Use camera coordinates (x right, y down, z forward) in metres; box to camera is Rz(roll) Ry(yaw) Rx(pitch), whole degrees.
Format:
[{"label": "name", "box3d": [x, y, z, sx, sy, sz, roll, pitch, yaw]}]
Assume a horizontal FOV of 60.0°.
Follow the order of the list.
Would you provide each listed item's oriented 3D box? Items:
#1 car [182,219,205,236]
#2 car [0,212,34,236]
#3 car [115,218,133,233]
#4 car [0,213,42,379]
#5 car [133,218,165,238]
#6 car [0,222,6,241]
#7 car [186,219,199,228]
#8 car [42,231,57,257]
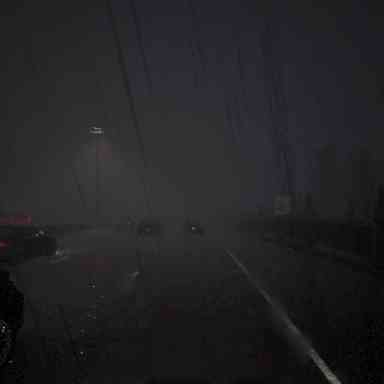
[{"label": "car", "box3d": [0.102, 3.200, 29.940, 1.994, 1.385, 4.181, 0, -4, 0]}, {"label": "car", "box3d": [-17.576, 3.003, 31.896, 2.150, 2.045, 5.566, 0, -5, 0]}, {"label": "car", "box3d": [-6.897, 3.551, 35.720, 2.128, 1.511, 4.902, 0, -4, 0]}, {"label": "car", "box3d": [-3.398, 1.248, 2.254, 2.150, 2.045, 5.566, 0, -1, 0]}, {"label": "car", "box3d": [-3.398, 2.977, 28.082, 1.882, 1.535, 5.008, 0, -4, 0]}, {"label": "car", "box3d": [-14.093, 2.592, 21.147, 1.895, 1.301, 4.718, 0, -4, 0]}, {"label": "car", "box3d": [0.103, 4.699, 49.868, 1.895, 1.301, 4.718, 0, -4, 0]}, {"label": "car", "box3d": [-6.899, 1.983, 12.902, 1.994, 1.385, 4.181, 0, -3, 0]}]
